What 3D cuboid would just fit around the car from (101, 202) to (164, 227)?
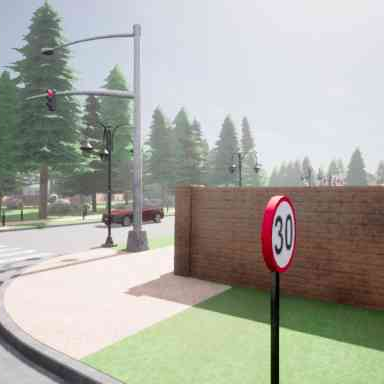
[{"bbox_3d":[-4.012,1.464,23.168,1.882,1.535,5.008,0,0,35],"label":"car"}]
